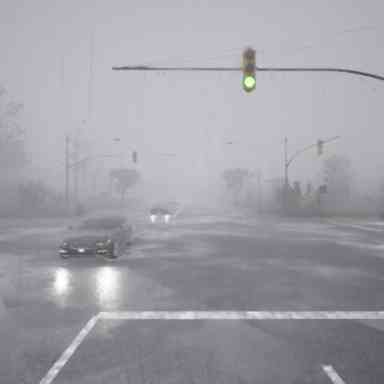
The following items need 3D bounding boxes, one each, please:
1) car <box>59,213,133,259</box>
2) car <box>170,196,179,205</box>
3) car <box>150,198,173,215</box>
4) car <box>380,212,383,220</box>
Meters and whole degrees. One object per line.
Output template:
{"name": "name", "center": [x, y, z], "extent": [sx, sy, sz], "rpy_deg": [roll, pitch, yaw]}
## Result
{"name": "car", "center": [-3.499, 1.610, 12.942], "extent": [1.837, 1.490, 4.892], "rpy_deg": [0, 0, 0]}
{"name": "car", "center": [-3.497, 1.601, 62.940], "extent": [2.097, 1.767, 4.553], "rpy_deg": [0, 0, 0]}
{"name": "car", "center": [-3.493, 1.759, 37.340], "extent": [1.812, 1.442, 4.674], "rpy_deg": [0, 0, 0]}
{"name": "car", "center": [16.977, 1.719, 25.868], "extent": [4.181, 1.385, 1.994], "rpy_deg": [0, 0, -3]}
